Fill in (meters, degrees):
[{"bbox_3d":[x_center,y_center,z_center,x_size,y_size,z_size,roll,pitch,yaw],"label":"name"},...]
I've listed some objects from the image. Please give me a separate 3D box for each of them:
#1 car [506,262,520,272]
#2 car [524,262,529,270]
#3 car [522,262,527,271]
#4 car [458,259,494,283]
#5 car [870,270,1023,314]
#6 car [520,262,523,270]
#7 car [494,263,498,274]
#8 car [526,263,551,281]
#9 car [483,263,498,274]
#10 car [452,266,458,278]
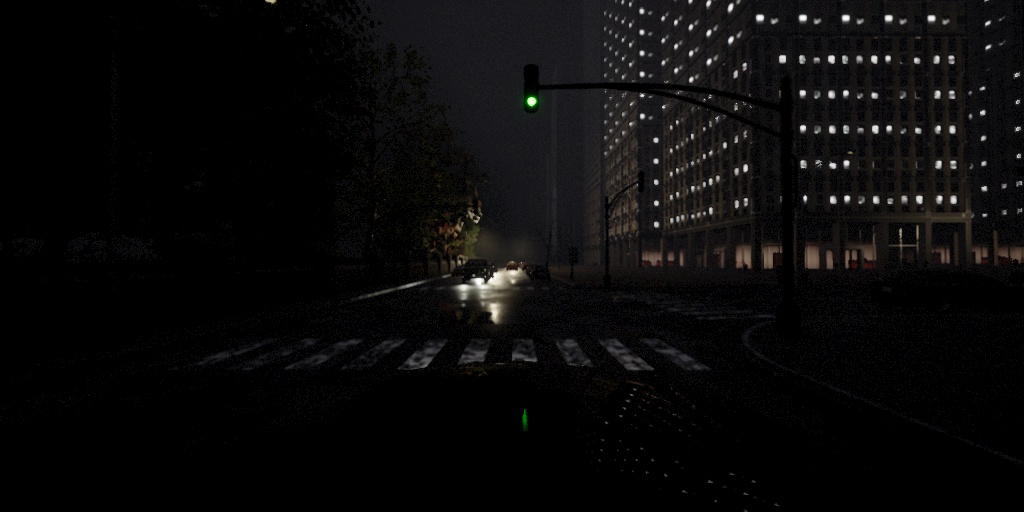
[{"bbox_3d":[0.016,1.844,61.098,1.882,1.535,5.008,0,-1,0],"label":"car"},{"bbox_3d":[2.700,1.708,40.271,1.948,1.339,4.313,0,0,0],"label":"car"},{"bbox_3d":[2.702,1.768,45.903,1.948,1.339,4.313,0,0,0],"label":"car"},{"bbox_3d":[-3.093,1.277,31.856,2.150,2.045,5.566,0,-1,0],"label":"car"},{"bbox_3d":[14.688,1.126,12.057,4.313,1.339,1.948,0,0,0],"label":"car"},{"bbox_3d":[2.707,1.930,62.800,1.888,1.381,4.507,0,0,0],"label":"car"},{"bbox_3d":[-3.089,1.654,42.154,2.128,1.511,4.902,0,-1,0],"label":"car"},{"bbox_3d":[2.698,1.650,34.639,1.948,1.339,4.313,0,0,0],"label":"car"},{"bbox_3d":[-3.074,1.778,52.578,1.837,1.490,4.892,0,-1,0],"label":"car"},{"bbox_3d":[-5.680,1.725,40.273,1.802,1.307,4.207,0,0,0],"label":"car"}]
